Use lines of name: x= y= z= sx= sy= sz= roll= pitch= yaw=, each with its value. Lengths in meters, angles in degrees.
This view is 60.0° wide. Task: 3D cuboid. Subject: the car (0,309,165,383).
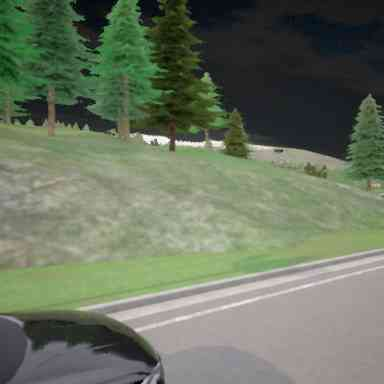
car: x=-2.440 y=1.486 z=1.978 sx=4.902 sy=1.511 sz=2.128 roll=0 pitch=0 yaw=-36
